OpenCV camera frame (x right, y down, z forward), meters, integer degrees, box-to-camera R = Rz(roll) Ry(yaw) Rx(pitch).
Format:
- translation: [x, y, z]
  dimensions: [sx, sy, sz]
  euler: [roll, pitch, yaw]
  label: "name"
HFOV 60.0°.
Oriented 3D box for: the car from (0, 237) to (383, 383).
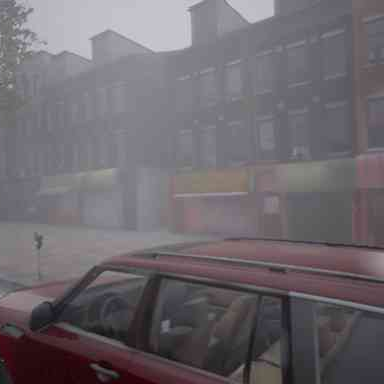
- translation: [0.090, 1.329, 2.778]
  dimensions: [5.009, 1.841, 2.192]
  euler: [-1, -2, 36]
  label: "car"
